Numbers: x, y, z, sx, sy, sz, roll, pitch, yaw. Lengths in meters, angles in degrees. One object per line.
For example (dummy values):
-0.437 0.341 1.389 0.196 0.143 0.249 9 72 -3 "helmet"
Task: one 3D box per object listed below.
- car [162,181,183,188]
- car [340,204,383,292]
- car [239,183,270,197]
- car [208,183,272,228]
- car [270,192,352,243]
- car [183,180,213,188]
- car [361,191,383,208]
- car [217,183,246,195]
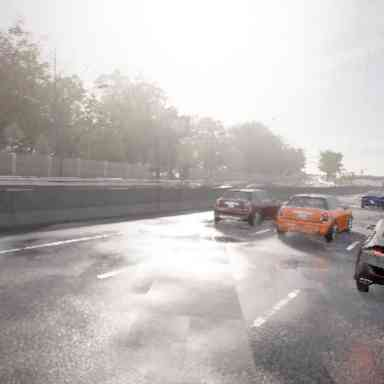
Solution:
-1.846 -0.866 46.575 2.033 1.411 5.357 4 3 35 "car"
5.007 1.311 7.483 2.128 1.511 4.902 4 3 35 "car"
8.100 -0.302 42.492 1.882 1.535 5.008 4 3 35 "car"
3.013 0.624 16.766 2.097 1.767 4.553 4 3 35 "car"
5.264 0.864 13.898 2.097 1.767 4.553 4 3 35 "car"
1.371 -0.848 45.052 2.097 1.767 4.553 4 4 35 "car"
16.604 0.685 29.987 1.882 1.535 5.008 4 3 35 "car"
5.323 -0.441 44.620 1.994 1.385 4.181 4 3 35 "car"
